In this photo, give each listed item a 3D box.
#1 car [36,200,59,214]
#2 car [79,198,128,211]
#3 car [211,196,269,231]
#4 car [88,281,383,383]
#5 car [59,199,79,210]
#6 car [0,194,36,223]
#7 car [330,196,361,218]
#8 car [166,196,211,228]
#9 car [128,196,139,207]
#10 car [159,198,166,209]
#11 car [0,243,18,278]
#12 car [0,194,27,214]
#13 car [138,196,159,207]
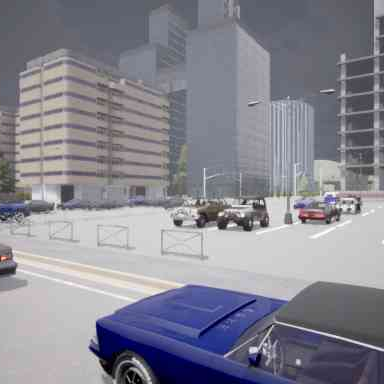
[{"bbox_3d":[-16.264,1.526,33.553,1.812,1.442,4.674,0,0,34],"label":"car"},{"bbox_3d":[-10.934,1.547,41.525,2.033,1.411,5.357,0,0,34],"label":"car"},{"bbox_3d":[3.062,1.156,19.242,1.905,1.878,3.866,0,0,34],"label":"car"},{"bbox_3d":[1.172,1.601,3.153,4.718,1.301,1.895,0,0,35],"label":"car"},{"bbox_3d":[-14.502,1.547,42.500,2.033,1.411,5.357,0,0,34],"label":"car"},{"bbox_3d":[-14.394,1.221,23.415,2.150,2.045,5.566,0,0,34],"label":"car"},{"bbox_3d":[15.086,1.395,32.197,1.970,1.475,3.806,0,0,34],"label":"car"},{"bbox_3d":[0.694,1.153,20.908,1.932,1.855,4.605,0,0,34],"label":"car"},{"bbox_3d":[-8.826,1.352,50.896,2.097,1.767,4.553,0,0,35],"label":"car"},{"bbox_3d":[-1.653,1.505,42.446,1.837,1.490,4.892,0,0,34],"label":"car"},{"bbox_3d":[-6.673,1.547,8.669,5.357,1.411,2.033,0,0,35],"label":"car"},{"bbox_3d":[-20.212,1.222,33.991,2.150,2.045,5.566,0,0,34],"label":"car"},{"bbox_3d":[-5.142,1.547,50.141,2.033,1.411,5.357,0,0,34],"label":"car"}]
